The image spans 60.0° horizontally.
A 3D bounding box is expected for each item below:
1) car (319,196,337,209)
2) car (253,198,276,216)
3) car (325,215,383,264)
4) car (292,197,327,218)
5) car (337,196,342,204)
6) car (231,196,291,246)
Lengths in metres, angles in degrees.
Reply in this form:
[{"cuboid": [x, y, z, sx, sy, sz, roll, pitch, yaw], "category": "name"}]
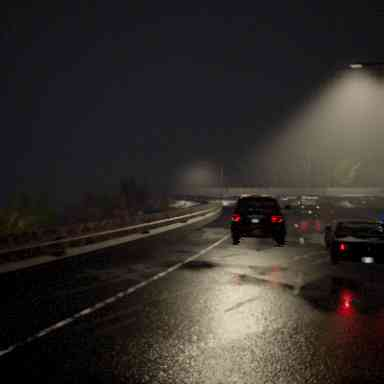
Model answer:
[{"cuboid": [17.813, 1.298, 44.974, 2.097, 1.767, 4.553, 0, 0, 16], "category": "car"}, {"cuboid": [7.167, 1.445, 33.345, 1.837, 1.490, 4.892, 1, 0, 8], "category": "car"}, {"cuboid": [5.621, 1.590, 11.350, 1.895, 1.301, 4.718, 0, 0, 19], "category": "car"}, {"cuboid": [10.195, 1.450, 29.888, 2.128, 1.511, 4.902, 0, 0, 9], "category": "car"}, {"cuboid": [26.137, 1.411, 61.224, 1.882, 1.535, 5.008, 0, 0, 37], "category": "car"}, {"cuboid": [3.261, 1.193, 15.348, 2.150, 2.045, 5.566, 0, 0, 18], "category": "car"}]
